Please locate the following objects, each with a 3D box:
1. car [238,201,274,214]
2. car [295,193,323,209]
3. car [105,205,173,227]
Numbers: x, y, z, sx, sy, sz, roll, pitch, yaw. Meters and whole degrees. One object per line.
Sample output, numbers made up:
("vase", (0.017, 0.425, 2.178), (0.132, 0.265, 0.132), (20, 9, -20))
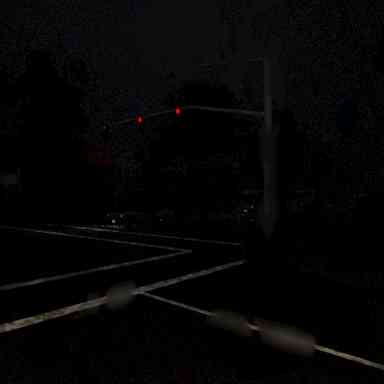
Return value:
("car", (6.841, 1.600, 35.245), (1.895, 1.301, 4.718), (0, 0, 41))
("car", (16.375, 1.220, 46.188), (2.150, 2.045, 5.566), (0, 0, 41))
("car", (-3.628, 1.600, 23.212), (1.895, 1.301, 4.718), (0, 0, 41))
